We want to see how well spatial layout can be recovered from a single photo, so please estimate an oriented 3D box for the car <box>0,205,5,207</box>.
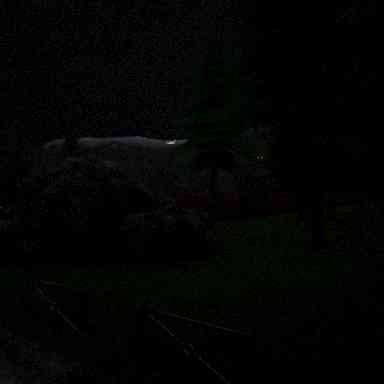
[{"bbox_3d":[-26.980,2.228,51.820,2.033,1.411,5.357,-1,0,35],"label":"car"}]
